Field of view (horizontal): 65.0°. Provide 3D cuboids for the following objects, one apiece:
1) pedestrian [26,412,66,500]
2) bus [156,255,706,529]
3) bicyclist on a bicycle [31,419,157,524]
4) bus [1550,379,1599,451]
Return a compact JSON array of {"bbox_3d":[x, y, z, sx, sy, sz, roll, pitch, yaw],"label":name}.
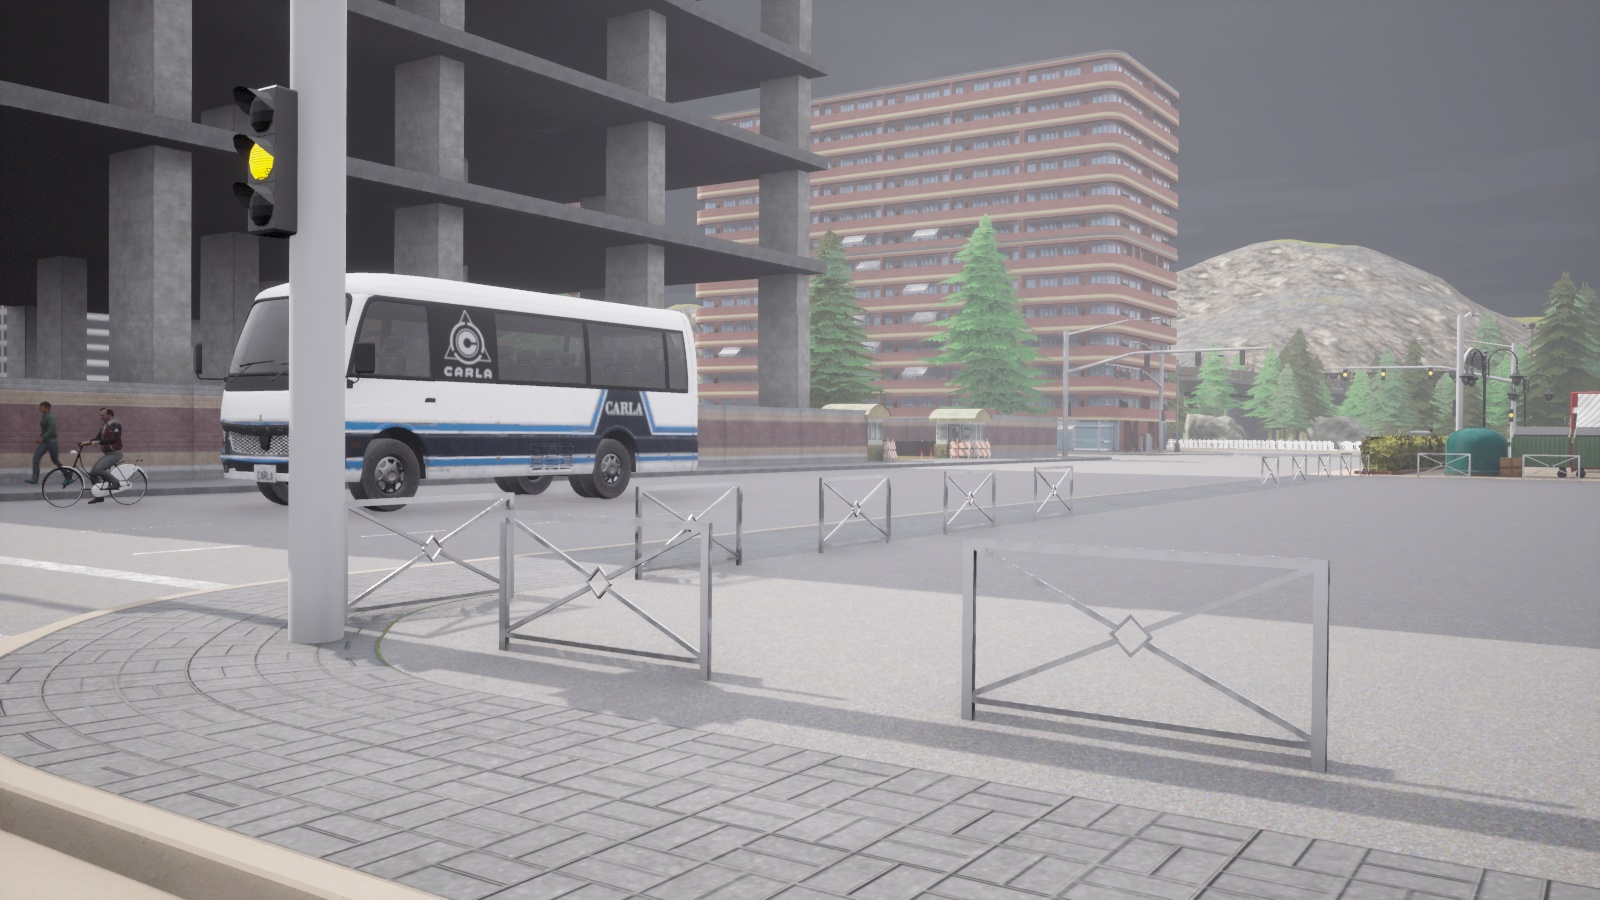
[{"bbox_3d":[-16.016,0.117,26.683,0.353,1.847,0.614,0,1,33],"label":"pedestrian"},{"bbox_3d":[-6.591,-0.980,24.827,3.944,4.253,10.273,0,1,33],"label":"bus"},{"bbox_3d":[-12.481,0.356,22.252,0.659,1.776,1.843,0,1,33],"label":"bicyclist on a bicycle"},{"bbox_3d":[50.595,-2.120,74.497,10.273,4.253,3.944,0,1,34],"label":"bus"}]
